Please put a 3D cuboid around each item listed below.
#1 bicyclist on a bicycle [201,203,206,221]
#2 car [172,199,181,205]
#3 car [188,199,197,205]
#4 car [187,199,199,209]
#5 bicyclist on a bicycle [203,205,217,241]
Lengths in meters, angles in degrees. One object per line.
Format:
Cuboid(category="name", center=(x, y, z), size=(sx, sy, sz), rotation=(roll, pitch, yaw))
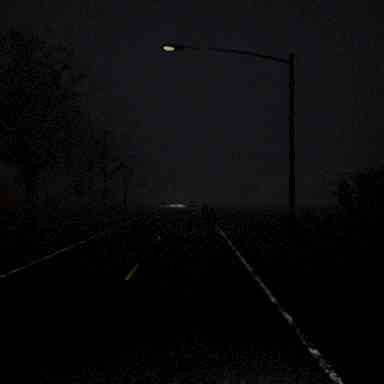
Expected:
Cuboid(category="bicyclist on a bicycle", center=(0.993, 1.681, 25.818), size=(0.582, 1.620, 1.656), rotation=(0, -1, 0))
Cuboid(category="car", center=(-3.420, 2.242, 75.171), size=(1.895, 1.301, 4.718), rotation=(0, 0, 0))
Cuboid(category="car", center=(0.078, 2.185, 73.443), size=(1.994, 1.385, 4.181), rotation=(0, 0, 0))
Cuboid(category="car", center=(0.162, 2.034, 55.986), size=(2.033, 1.411, 5.357), rotation=(0, 0, 0))
Cuboid(category="bicyclist on a bicycle", center=(0.982, 1.601, 16.665), size=(0.582, 1.620, 1.656), rotation=(0, -1, 0))
